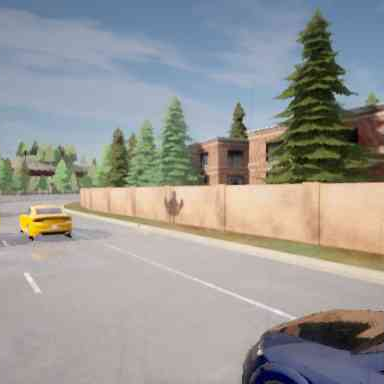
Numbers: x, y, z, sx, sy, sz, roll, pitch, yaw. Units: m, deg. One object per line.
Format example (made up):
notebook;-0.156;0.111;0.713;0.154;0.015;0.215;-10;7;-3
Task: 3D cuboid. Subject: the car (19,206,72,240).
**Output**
car;-7.564;1.432;17.009;1.882;1.535;5.008;0;0;-34

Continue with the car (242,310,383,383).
car;2.258;1.558;2.186;1.994;1.385;4.181;0;0;-34
